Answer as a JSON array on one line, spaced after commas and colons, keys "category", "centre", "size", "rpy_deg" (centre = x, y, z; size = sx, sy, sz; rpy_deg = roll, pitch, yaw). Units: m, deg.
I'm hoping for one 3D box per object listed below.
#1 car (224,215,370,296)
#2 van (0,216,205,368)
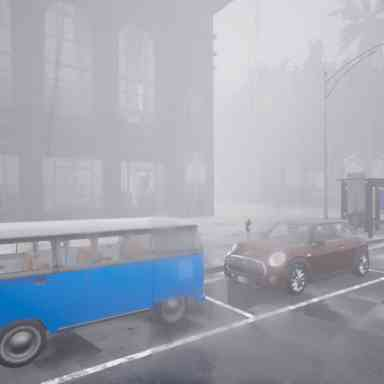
[{"category": "car", "centre": [2.751, 1.439, 8.605], "size": [4.097, 1.590, 1.967], "rpy_deg": [0, 0, -35]}, {"category": "van", "centre": [-1.670, 1.341, 5.459], "size": [3.998, 1.788, 1.690], "rpy_deg": [0, 0, -35]}]
